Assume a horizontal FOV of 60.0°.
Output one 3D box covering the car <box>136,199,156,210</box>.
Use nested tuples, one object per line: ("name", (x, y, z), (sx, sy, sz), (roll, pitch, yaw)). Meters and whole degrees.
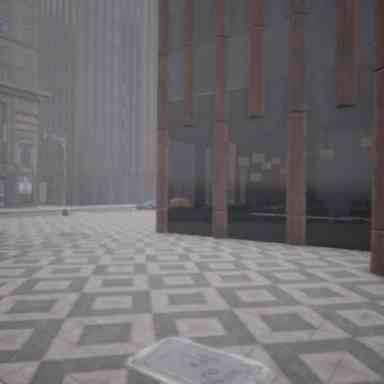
("car", (-5.484, 1.678, 44.189), (1.994, 1.385, 4.181), (1, 0, 36))
